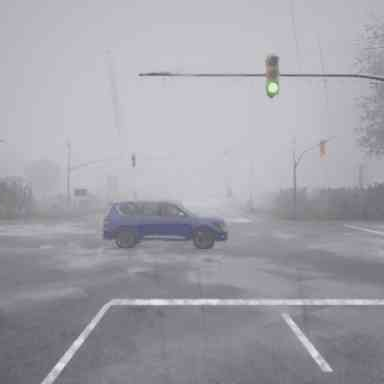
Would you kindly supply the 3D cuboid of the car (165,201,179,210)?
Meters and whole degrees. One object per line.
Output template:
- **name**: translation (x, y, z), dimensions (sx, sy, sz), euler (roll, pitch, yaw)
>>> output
- **car**: translation (-3.504, 2.292, 58.088), dimensions (2.033, 1.411, 5.357), euler (0, -1, 1)

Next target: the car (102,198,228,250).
- **car**: translation (-1.191, 1.423, 14.936), dimensions (5.566, 2.045, 2.150), euler (0, -1, 3)
